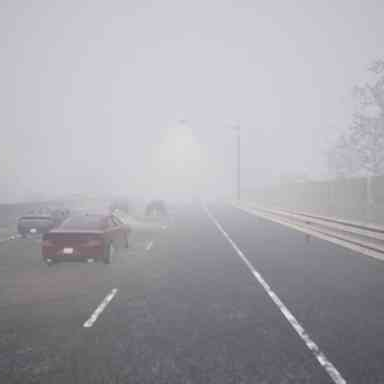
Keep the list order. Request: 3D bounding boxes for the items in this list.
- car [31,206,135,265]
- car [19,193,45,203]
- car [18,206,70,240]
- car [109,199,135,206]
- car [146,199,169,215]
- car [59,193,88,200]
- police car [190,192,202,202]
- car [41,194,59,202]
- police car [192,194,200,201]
[{"bbox_3d":[-3.402,1.456,11.621,1.882,1.535,5.008,0,0,0],"label":"car"},{"bbox_3d":[-24.549,1.124,51.753,2.150,2.045,5.566,0,0,1],"label":"car"},{"bbox_3d":[-6.900,1.460,16.881,2.128,1.511,4.902,0,0,0],"label":"car"},{"bbox_3d":[-6.902,1.443,32.948,1.837,1.490,4.892,0,0,0],"label":"car"},{"bbox_3d":[-3.402,1.444,32.915,1.837,1.490,4.892,0,0,0],"label":"car"},{"bbox_3d":[-17.573,1.128,50.503,2.150,2.045,5.566,0,0,0],"label":"car"},{"bbox_3d":[1.044,1.298,71.549,1.930,1.638,5.238,0,0,0],"label":"police car"},{"bbox_3d":[-21.061,1.408,51.867,1.837,1.490,4.892,0,0,0],"label":"car"},{"bbox_3d":[1.044,1.282,81.550,1.930,1.638,5.238,0,0,0],"label":"police car"}]
